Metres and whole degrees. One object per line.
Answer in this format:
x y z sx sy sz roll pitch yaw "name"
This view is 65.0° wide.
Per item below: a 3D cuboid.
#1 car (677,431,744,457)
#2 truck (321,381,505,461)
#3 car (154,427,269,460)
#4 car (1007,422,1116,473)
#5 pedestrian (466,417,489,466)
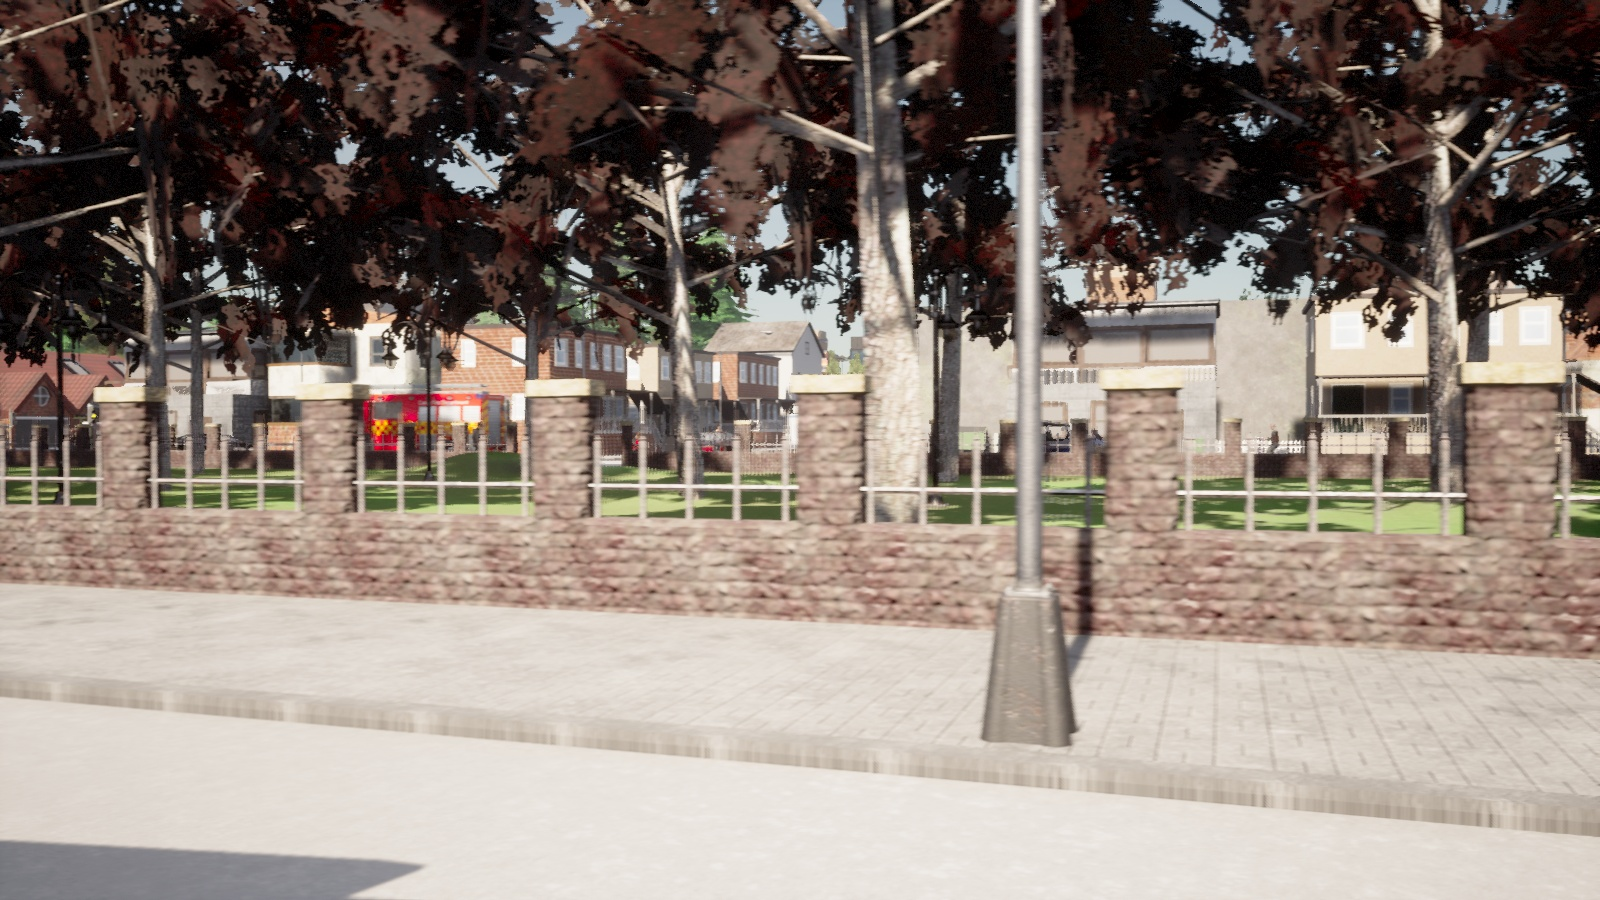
-5.145 -0.377 72.907 2.163 1.488 4.792 1 1 19 "car"
-19.096 -1.426 62.021 8.468 3.827 2.891 0 1 15 "truck"
-28.616 -0.331 61.095 4.902 1.511 2.128 1 1 16 "car"
10.041 -0.114 48.111 3.866 1.878 1.905 1 1 19 "car"
-12.885 -0.333 50.202 0.788 1.949 0.423 1 1 19 "pedestrian"
